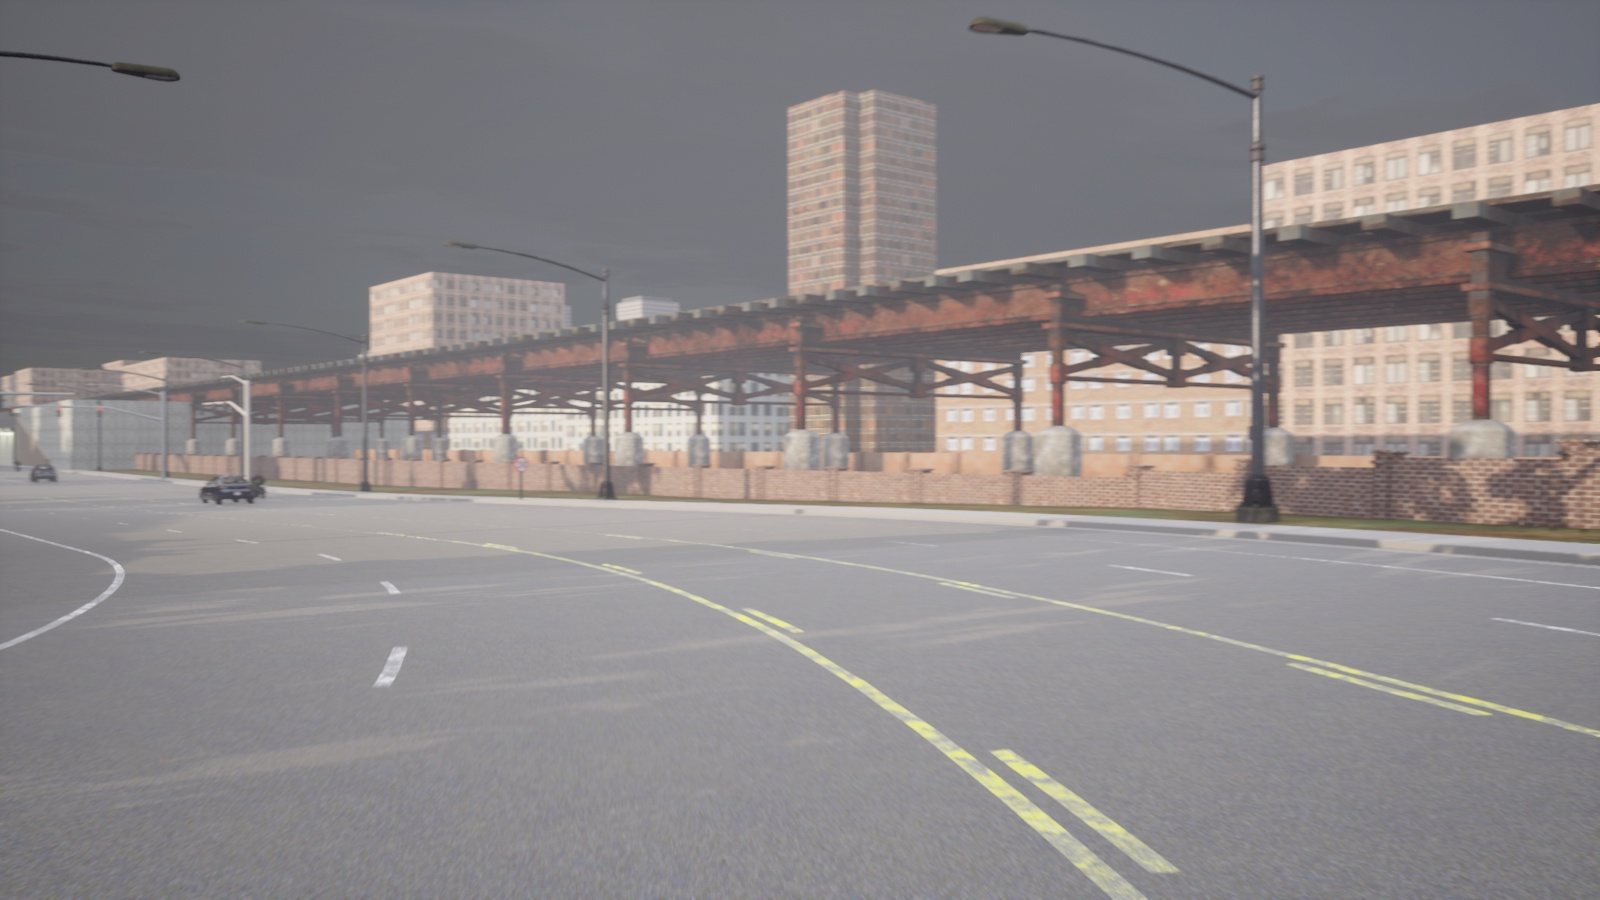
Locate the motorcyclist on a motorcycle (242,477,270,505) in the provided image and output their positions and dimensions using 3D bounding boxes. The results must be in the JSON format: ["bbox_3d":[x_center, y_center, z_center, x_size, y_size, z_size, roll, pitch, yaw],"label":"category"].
[{"bbox_3d":[-31.172,2.347,71.954,0.866,1.530,2.191,-1,0,-39],"label":"motorcyclist on a motorcycle"}]

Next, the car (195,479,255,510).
[{"bbox_3d":[-29.382,2.250,64.097,1.816,1.474,4.193,-1,0,-39],"label":"car"}]
